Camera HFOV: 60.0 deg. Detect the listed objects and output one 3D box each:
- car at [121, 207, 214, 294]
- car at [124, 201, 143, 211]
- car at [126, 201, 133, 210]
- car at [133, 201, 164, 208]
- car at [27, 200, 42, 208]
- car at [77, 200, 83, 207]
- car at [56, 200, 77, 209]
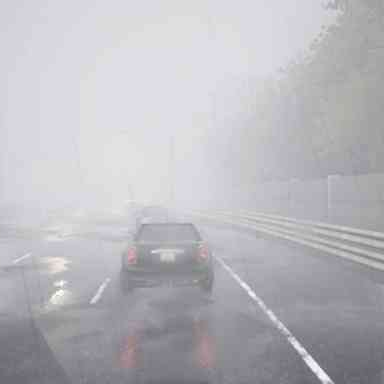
[{"bbox_3d":[-0.715,1.462,9.333,2.097,1.767,4.553,0,-1,-5],"label":"car"},{"bbox_3d":[-9.015,2.157,51.603,2.033,1.411,5.357,0,-1,-2],"label":"car"},{"bbox_3d":[-5.269,1.935,32.799,2.033,1.411,5.357,0,-1,-14],"label":"car"},{"bbox_3d":[-2.486,1.598,20.949,2.097,1.767,4.553,0,-1,-10],"label":"car"},{"bbox_3d":[-30.655,2.307,64.860,2.128,1.511,4.902,0,-1,-39],"label":"car"},{"bbox_3d":[-23.838,2.289,67.508,1.882,1.535,5.008,0,-1,-39],"label":"car"},{"bbox_3d":[-23.474,2.284,61.103,2.033,1.411,5.357,0,-1,-36],"label":"car"}]
